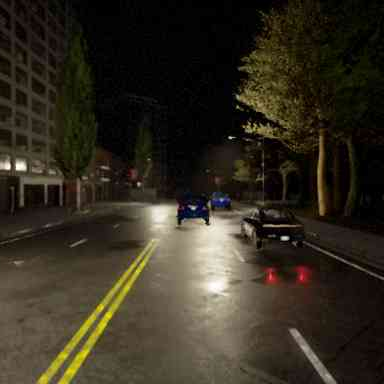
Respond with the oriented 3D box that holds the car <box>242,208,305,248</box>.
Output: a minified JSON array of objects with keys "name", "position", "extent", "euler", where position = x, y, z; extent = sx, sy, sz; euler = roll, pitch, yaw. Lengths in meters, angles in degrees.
[{"name":"car","position":[3.348,1.439,14.399],"extent":[2.128,1.511,4.902],"euler":[0,0,0]}]

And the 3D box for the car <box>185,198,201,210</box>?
[{"name":"car","position":[0.084,1.495,42.316],"extent":[1.895,1.301,4.718],"euler":[0,0,0]}]

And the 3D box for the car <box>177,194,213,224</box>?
[{"name":"car","position":[0.097,1.142,23.978],"extent":[2.150,2.045,5.566],"euler":[0,0,0]}]

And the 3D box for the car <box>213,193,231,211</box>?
[{"name":"car","position":[3.345,1.116,39.959],"extent":[2.150,2.045,5.566],"euler":[0,0,0]}]
